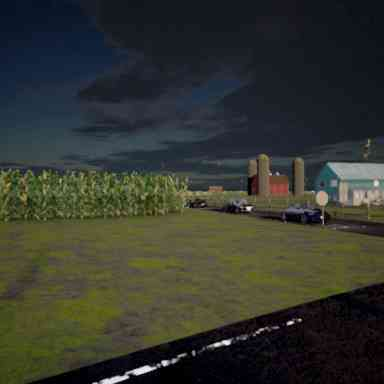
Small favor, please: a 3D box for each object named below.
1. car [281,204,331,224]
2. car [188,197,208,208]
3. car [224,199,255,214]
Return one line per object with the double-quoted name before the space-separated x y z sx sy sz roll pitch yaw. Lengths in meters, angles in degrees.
"car" 8.612 1.598 25.458 1.994 1.385 4.181 -1 0 -17
"car" 0.874 1.594 49.590 1.837 1.490 4.892 -1 0 -17
"car" 5.091 1.547 36.401 2.128 1.511 4.902 -1 0 -18
